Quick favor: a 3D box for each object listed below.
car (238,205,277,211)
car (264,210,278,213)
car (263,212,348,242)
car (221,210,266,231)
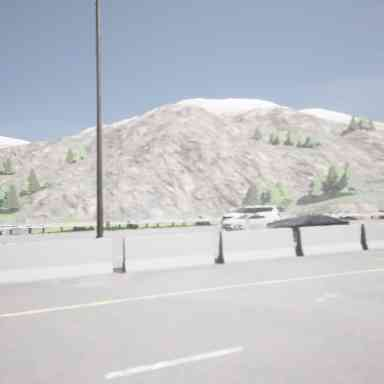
[{"bbox_3d":[5.465,2.307,30.983,5.566,2.045,2.150,-1,-2,-17],"label":"car"},{"bbox_3d":[8.224,2.270,24.480,4.902,1.511,2.128,-1,-2,-17],"label":"car"},{"bbox_3d":[7.266,2.125,20.531,5.008,1.535,1.882,-1,-2,-17],"label":"car"},{"bbox_3d":[4.749,2.476,27.057,4.674,1.442,1.812,0,-2,-18],"label":"car"}]
